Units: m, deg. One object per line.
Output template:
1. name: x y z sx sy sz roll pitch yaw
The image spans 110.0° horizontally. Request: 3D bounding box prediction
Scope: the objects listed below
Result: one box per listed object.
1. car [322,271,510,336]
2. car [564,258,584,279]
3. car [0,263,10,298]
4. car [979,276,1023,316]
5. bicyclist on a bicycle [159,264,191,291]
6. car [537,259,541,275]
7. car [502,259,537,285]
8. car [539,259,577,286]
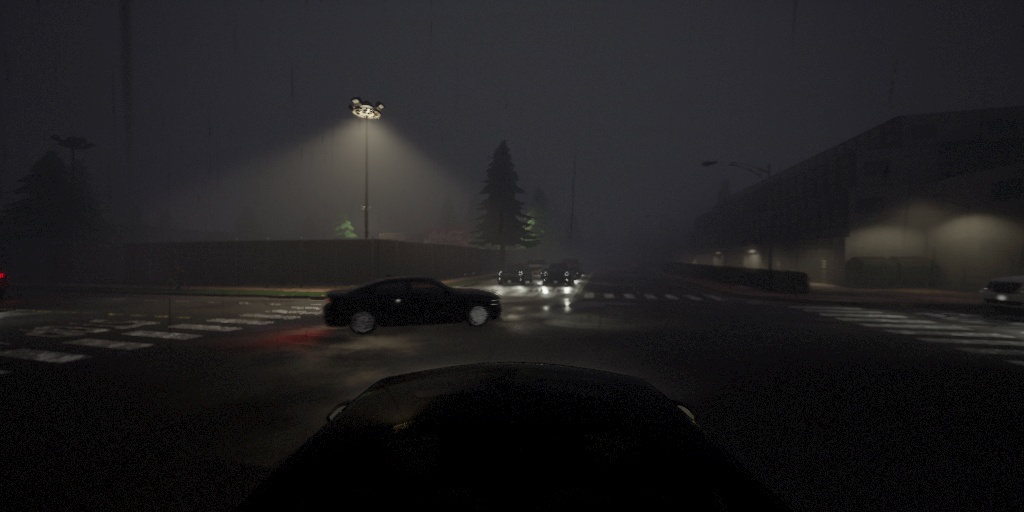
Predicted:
1. car: -2.813 1.317 10.660 5.008 1.535 1.882 0 0 -18
2. car: 6.088 1.272 37.587 2.150 2.045 5.566 0 -1 14
3. car: -28.687 1.205 18.272 5.566 2.045 2.150 0 -1 14
4. car: 18.578 0.988 10.969 5.566 2.045 2.150 0 -1 14
5. bicyclist on a bicycle: -20.314 1.288 21.653 0.582 1.620 1.656 0 0 14
6. car: 2.624 1.290 38.174 2.150 2.045 5.566 0 -1 14
7. car: 0.352 1.348 29.232 2.097 1.767 4.553 0 -1 14
8. car: 3.723 1.327 28.290 2.097 1.767 4.553 0 -1 14
